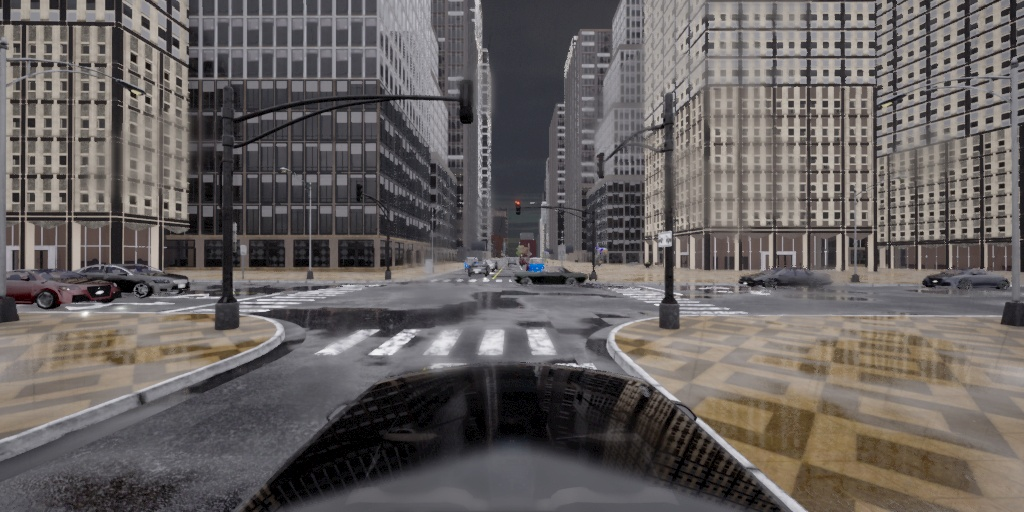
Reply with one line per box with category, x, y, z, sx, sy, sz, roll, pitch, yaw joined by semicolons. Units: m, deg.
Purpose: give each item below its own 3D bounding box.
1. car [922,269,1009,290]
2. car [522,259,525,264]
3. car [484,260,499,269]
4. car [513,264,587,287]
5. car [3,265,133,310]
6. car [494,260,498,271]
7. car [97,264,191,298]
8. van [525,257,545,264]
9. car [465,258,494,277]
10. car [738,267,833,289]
car;30.682;1.557;24.344;4.181;1.385;1.994;0;0;-1
car;2.618;1.295;45.346;1.888;1.381;4.507;0;0;0
car;-3.145;1.297;56.448;2.033;1.411;5.357;0;0;0
car;2.433;1.350;23.742;4.718;1.301;1.895;0;0;-1
car;-17.424;1.169;13.382;4.181;1.385;1.994;0;0;-1
car;-3.191;1.275;45.816;1.812;1.442;4.674;0;0;0
car;-17.809;1.108;16.625;4.902;1.511;2.128;0;0;-1
van;2.687;1.090;39.808;1.690;1.789;3.998;0;0;0
car;-3.231;1.241;35.641;2.128;1.511;4.902;0;0;0
car;18.299;1.461;24.078;5.357;1.411;2.033;0;0;-1
